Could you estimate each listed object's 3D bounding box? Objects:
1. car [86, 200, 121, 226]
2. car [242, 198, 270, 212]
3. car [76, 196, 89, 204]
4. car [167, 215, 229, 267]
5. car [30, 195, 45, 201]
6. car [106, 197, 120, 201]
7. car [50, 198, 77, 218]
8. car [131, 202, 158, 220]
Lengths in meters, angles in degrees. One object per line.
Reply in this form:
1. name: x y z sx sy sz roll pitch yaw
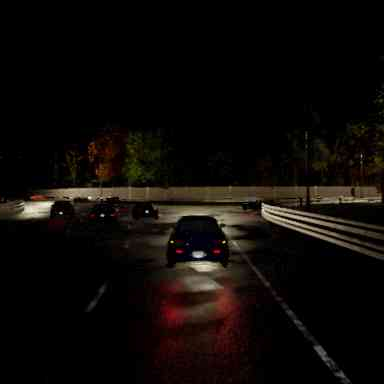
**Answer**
1. car: -6.326 1.560 23.819 2.033 1.411 5.357 0 0 -13
2. car: 7.546 1.447 38.851 2.128 1.511 4.902 0 0 34
3. car: -22.142 1.548 66.247 2.128 1.511 4.902 0 0 -37
4. car: 0.192 1.520 11.312 1.812 1.442 4.674 0 0 1
5. car: -39.891 1.462 85.589 4.553 1.767 2.097 0 0 41
6. car: -11.798 1.525 49.252 1.837 1.490 4.892 0 0 -26
7. car: -11.849 1.534 30.549 1.837 1.490 4.892 0 0 -17
8. car: -4.144 1.566 28.816 1.994 1.385 4.181 0 0 -15
